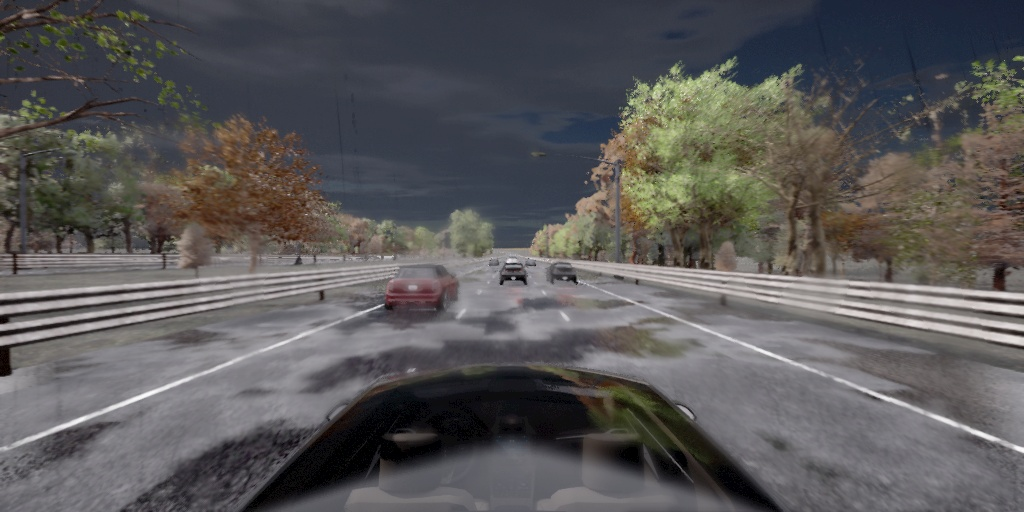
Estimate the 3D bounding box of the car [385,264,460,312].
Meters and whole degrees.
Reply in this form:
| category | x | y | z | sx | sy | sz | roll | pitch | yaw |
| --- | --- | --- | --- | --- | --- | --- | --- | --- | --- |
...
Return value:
| category | x | y | z | sx | sy | sz | roll | pitch | yaw |
| --- | --- | --- | --- | --- | --- | --- | --- | --- | --- |
| car | -3.404 | 1.101 | 14.425 | 2.097 | 1.767 | 4.553 | 0 | 0 | 0 |

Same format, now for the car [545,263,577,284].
| category | x | y | z | sx | sy | sz | roll | pitch | yaw |
| --- | --- | --- | --- | --- | --- | --- | --- | --- | --- |
| car | 3.595 | 1.248 | 26.558 | 1.837 | 1.490 | 4.892 | 0 | -1 | 0 |

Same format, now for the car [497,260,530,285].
| category | x | y | z | sx | sy | sz | roll | pitch | yaw |
| --- | --- | --- | --- | --- | --- | --- | --- | --- | --- |
| car | 0.094 | 1.248 | 26.363 | 1.837 | 1.490 | 4.892 | 0 | -1 | 0 |
